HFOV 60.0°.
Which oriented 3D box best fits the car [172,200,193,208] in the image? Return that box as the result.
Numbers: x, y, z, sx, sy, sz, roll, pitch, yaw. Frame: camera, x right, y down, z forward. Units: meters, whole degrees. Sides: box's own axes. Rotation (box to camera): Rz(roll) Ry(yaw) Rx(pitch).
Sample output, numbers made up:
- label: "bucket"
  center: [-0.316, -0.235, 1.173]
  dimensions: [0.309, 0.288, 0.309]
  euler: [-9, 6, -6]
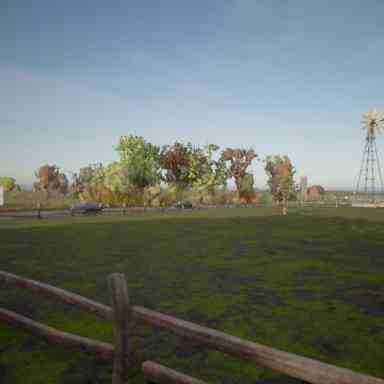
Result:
- label: "car"
  center: [-1.555, 2.217, 60.448]
  dimensions: [1.837, 1.490, 4.892]
  euler: [1, -1, 36]

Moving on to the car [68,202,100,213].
- label: "car"
  center: [-13.920, 1.963, 43.314]
  dimensions: [1.994, 1.385, 4.181]
  euler: [1, 0, 36]
